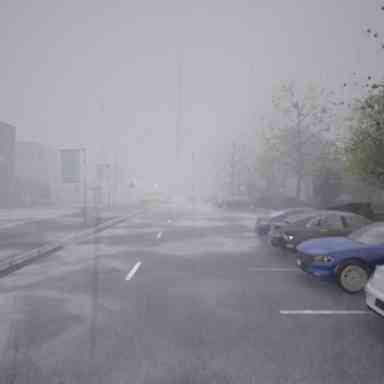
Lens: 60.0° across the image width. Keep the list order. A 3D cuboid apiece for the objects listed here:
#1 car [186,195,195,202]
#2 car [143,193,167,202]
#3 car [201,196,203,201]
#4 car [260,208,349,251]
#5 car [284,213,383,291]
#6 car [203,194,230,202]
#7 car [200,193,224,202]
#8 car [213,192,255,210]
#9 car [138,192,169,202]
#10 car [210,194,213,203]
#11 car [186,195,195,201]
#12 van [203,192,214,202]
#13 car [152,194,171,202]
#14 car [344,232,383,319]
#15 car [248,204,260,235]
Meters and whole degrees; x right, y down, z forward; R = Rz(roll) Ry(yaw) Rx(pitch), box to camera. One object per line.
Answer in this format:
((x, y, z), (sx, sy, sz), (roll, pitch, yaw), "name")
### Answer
((-0.272, 1.388, 72.492), (1.837, 1.490, 4.892), (0, -1, -1), "car")
((-7.361, 1.147, 66.374), (4.553, 1.767, 2.185), (0, -1, 0), "car")
((5.067, 1.264, 65.706), (5.366, 1.575, 1.946), (0, -1, 0), "car")
((5.082, 1.410, 11.335), (4.892, 1.521, 2.231), (0, 0, 0), "car")
((5.092, 1.429, 8.062), (5.008, 1.535, 2.097), (0, 0, 0), "car")
((5.045, 1.300, 68.367), (5.366, 1.575, 1.946), (0, -1, 0), "car")
((4.711, 1.276, 79.546), (5.566, 2.045, 2.435), (0, -1, -1), "car")
((5.125, 1.114, 38.946), (4.553, 1.767, 2.185), (0, 0, 0), "car")
((-7.552, 1.237, 63.453), (5.366, 1.575, 1.946), (0, -1, 0), "car")
((5.052, 1.261, 42.117), (4.674, 1.452, 2.002), (0, 0, 0), "car")
((-0.382, 1.506, 82.531), (1.882, 1.535, 5.008), (0, -2, 2), "car")
((4.789, 1.011, 62.912), (4.442, 1.987, 1.878), (0, -1, 0), "van")
((-7.525, 1.448, 81.552), (4.553, 1.767, 2.185), (0, -1, -1), "car")
((5.083, 1.489, 4.914), (4.674, 1.452, 2.002), (0, 0, 0), "car")
((5.085, 1.429, 14.612), (4.674, 1.452, 2.002), (0, 0, 0), "car")
